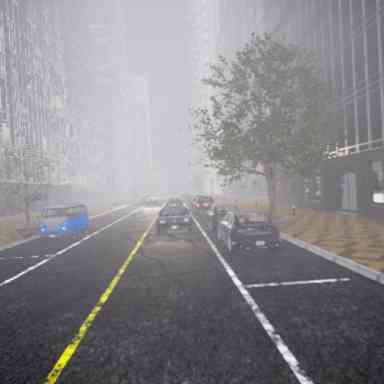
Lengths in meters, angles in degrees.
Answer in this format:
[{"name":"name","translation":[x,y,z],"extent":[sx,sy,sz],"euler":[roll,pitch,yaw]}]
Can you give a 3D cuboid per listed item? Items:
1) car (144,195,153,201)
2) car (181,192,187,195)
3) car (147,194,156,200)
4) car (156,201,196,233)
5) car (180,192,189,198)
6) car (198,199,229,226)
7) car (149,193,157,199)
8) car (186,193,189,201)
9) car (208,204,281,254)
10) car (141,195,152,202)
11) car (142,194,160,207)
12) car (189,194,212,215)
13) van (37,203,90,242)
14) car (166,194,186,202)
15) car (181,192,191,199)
[{"name":"car","translation":[-9.720,1.312,74.520],"extent":[1.802,1.307,4.206],"euler":[-3,1,-3]},{"name":"car","translation":[-0.452,0.974,57.904],"extent":[1.887,1.381,4.507],"euler":[-3,1,-3]},{"name":"car","translation":[-10.331,1.174,85.888],"extent":[1.887,1.381,4.507],"euler":[-3,1,-3]},{"name":"car","translation":[-1.000,1.471,19.058],"extent":[1.895,1.301,4.718],"euler":[-3,1,-3]},{"name":"car","translation":[-1.972,0.748,86.323],"extent":[1.947,1.339,4.313],"euler":[-3,1,-3]},{"name":"car","translation":[1.676,1.288,18.114],"extent":[2.008,1.369,4.403],"euler":[-3,1,-3]},{"name":"car","translation":[-10.634,1.144,91.572],"extent":[1.947,1.339,4.313],"euler":[-3,1,-3]},{"name":"car","translation":[0.758,1.049,35.166],"extent":[1.967,1.590,4.097],"euler":[-3,1,-3]},{"name":"car","translation":[1.980,1.328,12.430],"extent":[2.008,1.369,4.403],"euler":[-3,1,-3]},{"name":"car","translation":[-9.418,1.324,68.834],"extent":[1.887,1.381,4.507],"euler":[-3,1,-3]},{"name":"car","translation":[-5.605,1.413,47.875],"extent":[1.895,1.301,4.718],"euler":[-3,1,-3]},{"name":"car","translation":[1.063,1.092,29.482],"extent":[1.967,1.590,4.097],"euler":[-3,1,-3]},{"name":"van","translation":[-6.692,1.526,17.673],"extent":[1.690,1.788,3.998],"euler":[-3,1,-3]},{"name":"car","translation":[-1.974,1.292,37.613],"extent":[1.994,1.385,4.181],"euler":[-3,1,-3]},{"name":"car","translation":[-1.364,0.849,74.956],"extent":[1.947,1.339,4.313],"euler":[-3,1,-3]}]
